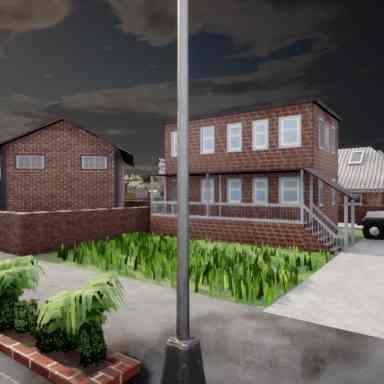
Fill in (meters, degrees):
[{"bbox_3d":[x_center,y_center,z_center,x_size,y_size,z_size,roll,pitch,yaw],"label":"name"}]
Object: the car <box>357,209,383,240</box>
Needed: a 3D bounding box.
[{"bbox_3d":[8.493,0.973,12.590,3.866,1.878,1.905,0,0,36],"label":"car"}]
